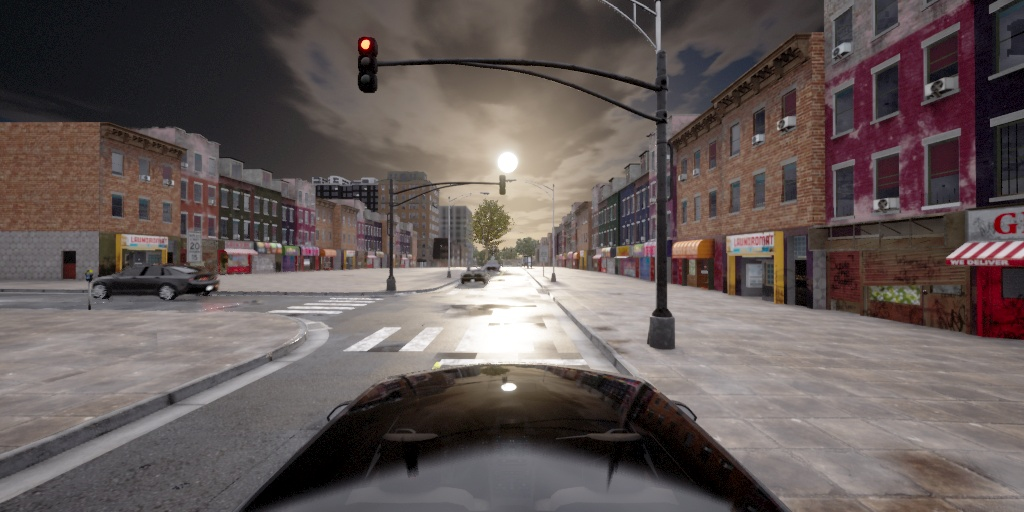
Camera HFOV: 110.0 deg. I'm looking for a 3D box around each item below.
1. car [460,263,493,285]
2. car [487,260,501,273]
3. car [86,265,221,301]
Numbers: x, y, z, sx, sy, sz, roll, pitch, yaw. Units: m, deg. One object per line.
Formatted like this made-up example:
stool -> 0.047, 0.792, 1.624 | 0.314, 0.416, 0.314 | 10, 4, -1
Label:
car -> -2.747, 1.440, 27.322 | 1.895, 1.301, 4.718 | 0, 0, 0
car -> -2.650, 1.326, 48.292 | 2.097, 1.767, 4.553 | 0, 0, 0
car -> -15.676, 1.127, 15.791 | 4.892, 1.490, 1.837 | 1, 0, 1
